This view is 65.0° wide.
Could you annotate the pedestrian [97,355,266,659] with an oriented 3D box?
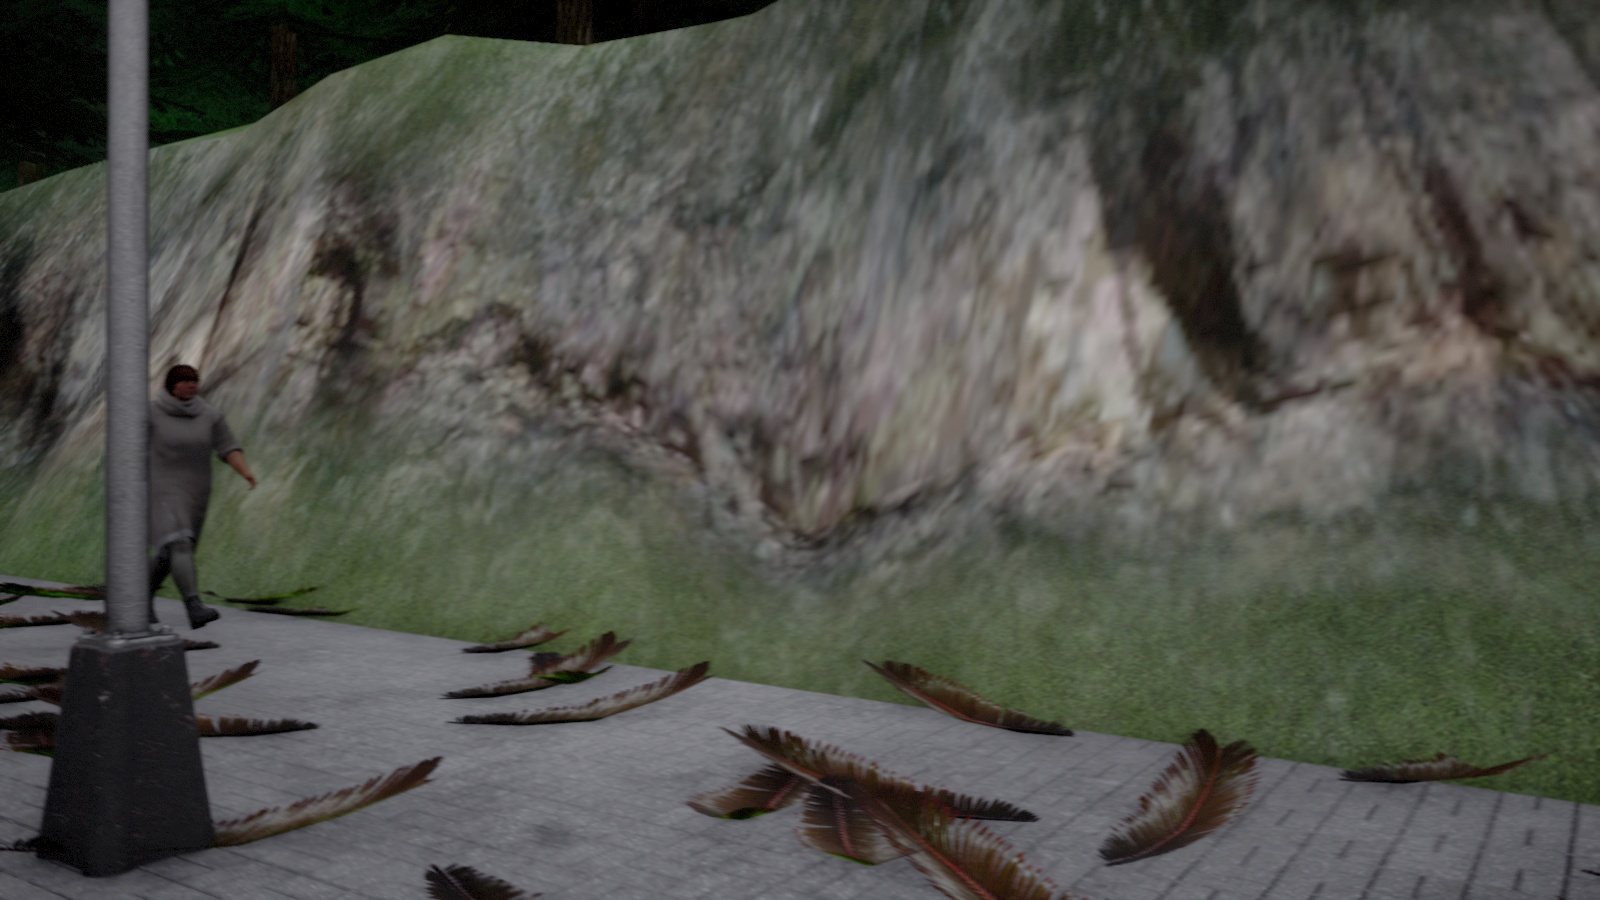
[{"bbox_3d":[-4.214,0.363,8.564,0.873,1.952,0.659,0,1,33],"label":"pedestrian"}]
